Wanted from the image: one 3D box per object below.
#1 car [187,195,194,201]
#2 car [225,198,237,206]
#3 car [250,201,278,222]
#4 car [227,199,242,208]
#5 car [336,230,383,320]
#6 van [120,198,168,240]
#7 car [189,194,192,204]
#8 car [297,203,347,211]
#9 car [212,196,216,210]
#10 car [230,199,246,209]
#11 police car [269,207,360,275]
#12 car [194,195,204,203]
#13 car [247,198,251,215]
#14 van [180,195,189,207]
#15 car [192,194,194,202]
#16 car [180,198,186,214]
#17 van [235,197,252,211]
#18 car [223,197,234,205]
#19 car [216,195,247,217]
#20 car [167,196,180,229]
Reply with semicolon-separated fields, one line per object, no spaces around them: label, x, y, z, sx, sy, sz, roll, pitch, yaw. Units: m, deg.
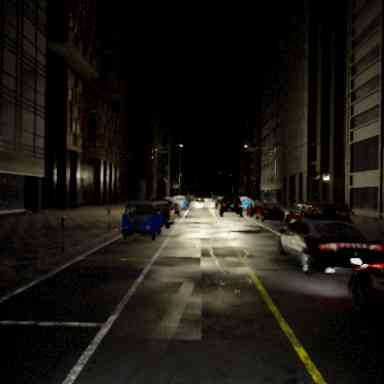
car;-0.474;1.764;95.255;1.967;1.590;4.097;1;0;1
car;7.227;1.822;61.577;1.752;1.417;4.829;1;0;1
car;6.397;1.721;27.762;1.887;1.381;4.507;1;0;1
car;7.084;1.842;55.799;1.947;1.339;4.313;1;0;1
car;3.969;1.597;4.722;1.812;1.442;4.674;1;0;1
van;-2.397;1.359;16.747;1.690;1.788;3.998;1;0;1
car;-1.436;1.597;56.001;1.967;1.590;4.097;1;0;1
car;6.125;1.452;16.548;2.192;1.841;5.009;1;0;1
car;4.096;1.696;46.369;2.128;1.511;4.902;1;0;2
car;6.947;1.801;50.192;1.887;1.381;4.507;1;0;1
police car;4.120;1.517;10.830;1.930;1.638;5.238;1;0;1
car;1.838;1.827;76.932;2.033;1.411;5.357;1;0;1
car;6.536;1.636;33.370;1.967;1.590;4.097;1;0;1
van;-1.709;1.457;44.786;1.690;1.788;3.998;1;0;1
car;-1.029;1.746;72.654;1.752;1.417;4.829;1;0;1
car;-1.988;1.627;33.569;2.008;1.369;4.403;1;0;1
van;6.813;1.577;44.585;1.690;1.788;3.998;1;0;1
car;7.364;1.843;67.184;1.752;1.417;4.829;1;0;1
car;3.821;1.381;33.404;2.150;2.045;5.566;1;0;2
car;-2.259;1.352;22.355;2.192;1.841;5.009;1;0;1
